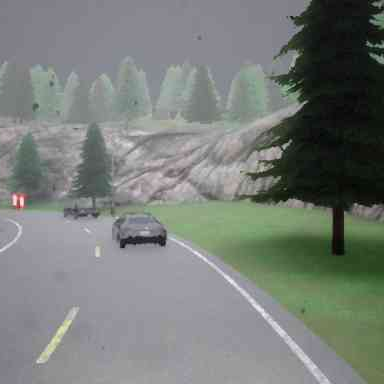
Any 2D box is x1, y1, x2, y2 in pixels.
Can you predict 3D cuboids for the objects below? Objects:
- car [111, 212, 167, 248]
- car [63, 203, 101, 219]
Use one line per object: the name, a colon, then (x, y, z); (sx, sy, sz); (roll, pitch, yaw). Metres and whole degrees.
car: (-2.464, 1.572, 14.946); (1.994, 1.385, 4.181); (0, 0, -18)
car: (-9.626, 1.616, 28.718); (1.895, 1.301, 4.718); (0, 0, -37)
